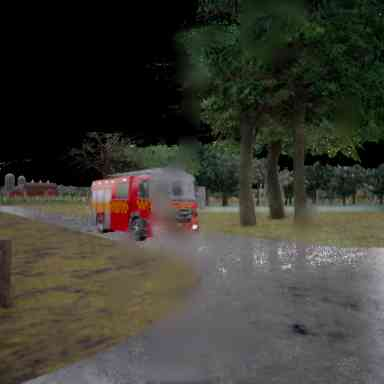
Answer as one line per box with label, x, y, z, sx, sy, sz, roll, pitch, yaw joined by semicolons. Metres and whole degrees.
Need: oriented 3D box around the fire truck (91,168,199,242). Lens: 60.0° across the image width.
fire truck;-3.169;0.657;19.388;2.891;3.827;8.468;1;-2;-35
